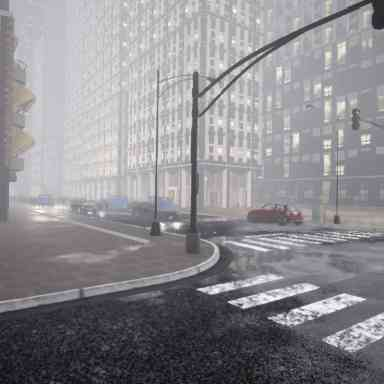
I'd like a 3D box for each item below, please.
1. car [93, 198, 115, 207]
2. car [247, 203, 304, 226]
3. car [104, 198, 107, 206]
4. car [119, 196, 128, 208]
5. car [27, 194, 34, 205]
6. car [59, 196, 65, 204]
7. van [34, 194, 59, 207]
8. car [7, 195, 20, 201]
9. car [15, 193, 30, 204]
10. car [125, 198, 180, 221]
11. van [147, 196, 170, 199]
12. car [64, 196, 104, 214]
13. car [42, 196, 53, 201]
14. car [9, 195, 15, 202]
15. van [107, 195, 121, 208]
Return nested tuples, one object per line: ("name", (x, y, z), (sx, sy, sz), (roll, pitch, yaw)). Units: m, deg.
("car", (-13.678, 1.586, 51.614), (1.947, 1.339, 4.313), (1, -1, -35))
("car", (5.839, 1.505, 23.905), (1.967, 1.590, 4.097), (1, -1, -35))
("car", (-12.083, 1.520, 39.314), (1.895, 1.301, 4.718), (1, -1, -35))
("car", (-7.173, 1.584, 42.378), (2.008, 1.369, 4.403), (1, -1, -35))
("car", (-23.781, 1.432, 51.408), (1.802, 1.307, 4.206), (1, -1, -35))
("car", (-24.014, 1.433, 61.795), (1.882, 1.535, 5.008), (1, -1, -35))
("van", (-20.525, 1.197, 46.792), (1.690, 1.788, 3.998), (1, -1, -35))
("car", (-40.042, 1.378, 74.500), (2.008, 1.369, 4.403), (1, -1, -35))
("car", (-30.281, 1.155, 60.647), (2.192, 1.841, 5.009), (1, -1, -35))
("car", (-3.064, 1.488, 26.488), (2.033, 1.411, 5.357), (1, -1, -35))
("van", (-3.917, 1.382, 37.761), (1.690, 1.788, 3.998), (1, -1, -35))
("car", (-10.772, 1.427, 32.935), (2.008, 1.369, 4.403), (1, -1, -35))
("car", (-36.445, 1.570, 83.942), (1.802, 1.307, 4.206), (1, -1, -35))
("car", (-36.790, 1.397, 69.882), (1.947, 1.339, 4.313), (1, -1, -35))
("van", (-10.421, 1.368, 46.998), (1.690, 1.788, 3.998), (1, -1, -35))
